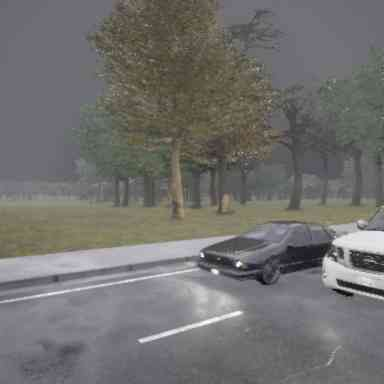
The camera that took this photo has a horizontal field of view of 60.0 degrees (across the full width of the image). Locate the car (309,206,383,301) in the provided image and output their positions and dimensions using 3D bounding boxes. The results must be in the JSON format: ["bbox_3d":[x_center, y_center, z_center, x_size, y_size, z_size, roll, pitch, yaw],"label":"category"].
[{"bbox_3d":[5.319,1.224,7.473,5.566,2.045,2.150,0,0,-35],"label":"car"}]

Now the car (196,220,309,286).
[{"bbox_3d":[2.734,1.548,9.624,5.357,1.411,2.033,0,0,-35],"label":"car"}]
